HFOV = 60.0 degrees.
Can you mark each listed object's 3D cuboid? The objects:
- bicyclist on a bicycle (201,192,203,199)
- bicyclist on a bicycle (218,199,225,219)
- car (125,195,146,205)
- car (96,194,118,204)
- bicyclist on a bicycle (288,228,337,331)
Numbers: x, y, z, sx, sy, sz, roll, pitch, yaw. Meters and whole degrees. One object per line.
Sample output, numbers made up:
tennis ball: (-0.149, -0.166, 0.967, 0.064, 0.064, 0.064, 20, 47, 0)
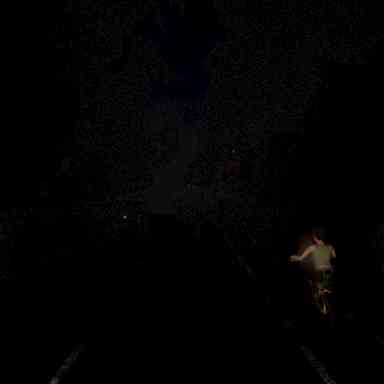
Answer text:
bicyclist on a bicycle: (2.272, 0.751, 74.063, 0.659, 1.776, 1.843, 0, 2, 0)
bicyclist on a bicycle: (2.255, 1.387, 25.522, 0.582, 1.620, 1.656, 0, 0, 0)
car: (-6.489, 0.993, 38.579, 1.882, 1.535, 5.008, 0, 0, 0)
car: (-9.739, 1.001, 38.579, 1.812, 1.442, 4.674, 0, 0, 0)
bicyclist on a bicycle: (2.200, 1.432, 5.888, 0.866, 1.612, 1.509, 0, 0, 0)
